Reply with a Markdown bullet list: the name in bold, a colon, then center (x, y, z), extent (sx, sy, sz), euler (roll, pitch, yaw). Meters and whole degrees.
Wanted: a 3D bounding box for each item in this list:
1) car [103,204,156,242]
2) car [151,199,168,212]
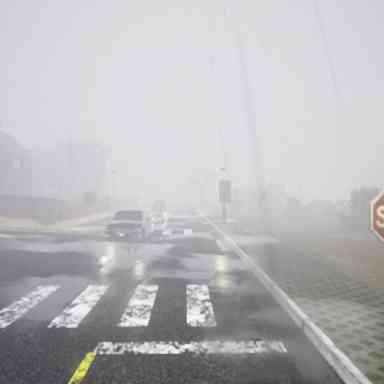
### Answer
- **car**: center (-3.073, 1.595, 16.578), extent (1.837, 1.490, 4.892), euler (1, 0, -2)
- **car**: center (-3.986, 1.629, 41.092), extent (1.837, 1.490, 4.892), euler (0, 0, -2)
